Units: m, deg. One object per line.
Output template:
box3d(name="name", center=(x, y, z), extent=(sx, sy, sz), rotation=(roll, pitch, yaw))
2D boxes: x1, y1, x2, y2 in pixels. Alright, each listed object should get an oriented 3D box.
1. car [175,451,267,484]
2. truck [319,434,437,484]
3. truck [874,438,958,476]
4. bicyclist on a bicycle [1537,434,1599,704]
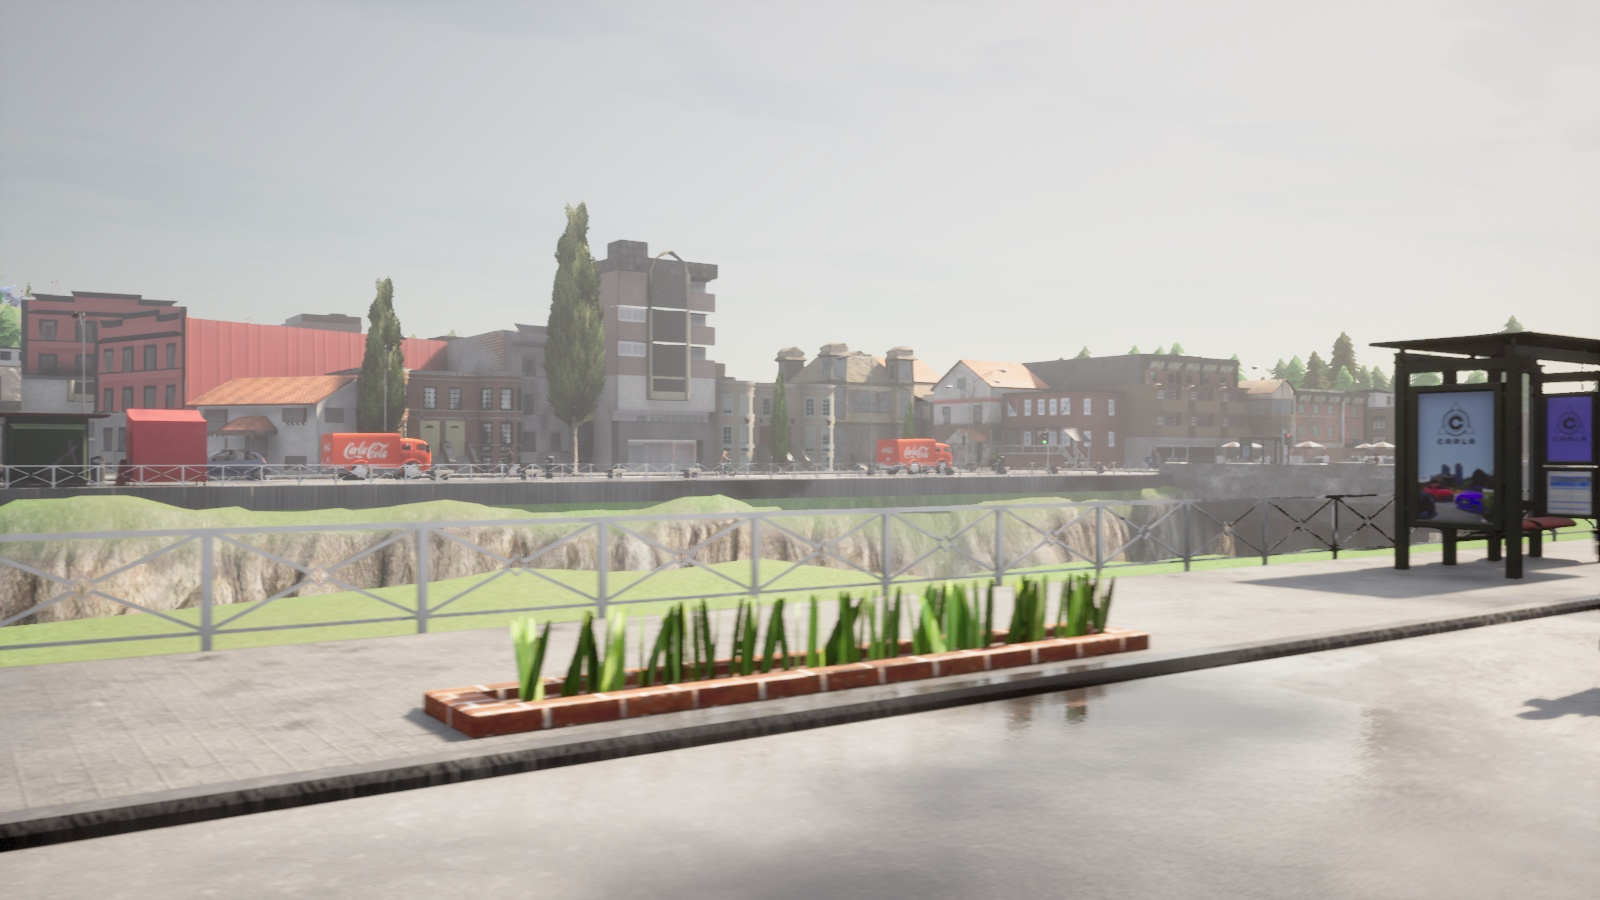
box3d(name="car", center=(-29.416, 0.862, 63.850), extent=(3.988, 1.617, 1.851), rotation=(0, 0, -35))
box3d(name="truck", center=(-21.611, 0.462, 64.415), extent=(5.204, 2.467, 2.627), rotation=(0, 0, -35))
box3d(name="truck", center=(7.866, 0.459, 84.945), extent=(5.204, 2.467, 2.627), rotation=(-1, 0, -35))
box3d(name="bicyclist on a bicycle", center=(5.444, 0.706, 8.056), extent=(1.656, 1.620, 0.582), rotation=(0, 0, -35))
